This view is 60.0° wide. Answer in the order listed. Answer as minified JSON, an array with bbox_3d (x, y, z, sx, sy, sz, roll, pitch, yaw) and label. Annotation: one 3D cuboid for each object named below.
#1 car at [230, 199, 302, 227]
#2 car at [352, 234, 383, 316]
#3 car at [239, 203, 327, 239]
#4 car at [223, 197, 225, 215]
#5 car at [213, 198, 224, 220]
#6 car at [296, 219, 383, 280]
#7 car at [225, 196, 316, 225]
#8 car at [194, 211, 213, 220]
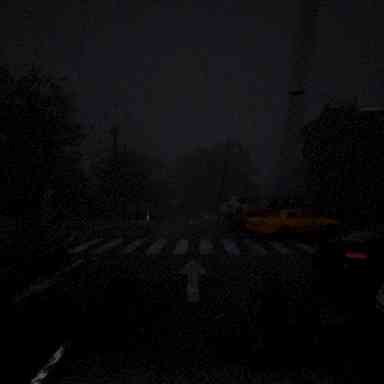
[{"bbox_3d":[5.247,1.446,23.697,4.553,1.767,2.185,1,-1,-21],"label":"car"},{"bbox_3d":[5.328,1.547,5.548,4.674,1.452,2.002,1,0,-20],"label":"car"},{"bbox_3d":[5.497,1.550,17.697,5.366,1.575,1.946,1,-1,-20],"label":"car"},{"bbox_3d":[5.263,1.495,26.721,4.553,1.767,2.185,2,-3,-21],"label":"car"},{"bbox_3d":[5.173,1.497,29.673,5.566,2.045,2.435,2,-6,-20],"label":"car"},{"bbox_3d":[5.328,1.558,8.576,4.674,1.452,2.002,1,0,-20],"label":"car"},{"bbox_3d":[5.284,1.309,20.646,5.566,2.045,2.435,1,0,-21],"label":"car"},{"bbox_3d":[2.622,3.874,50.015,2.150,2.045,5.566,-4,-9,35],"label":"car"}]
